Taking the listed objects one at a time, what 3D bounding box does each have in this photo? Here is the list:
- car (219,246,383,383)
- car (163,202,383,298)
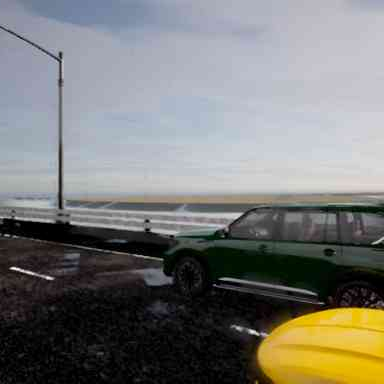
[{"bbox_3d":[2.822,1.479,1.985,5.008,1.535,1.882,0,0,35],"label":"car"},{"bbox_3d":[1.988,1.222,6.863,5.566,2.045,2.150,0,0,35],"label":"car"}]
